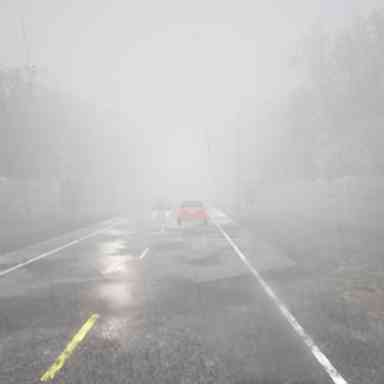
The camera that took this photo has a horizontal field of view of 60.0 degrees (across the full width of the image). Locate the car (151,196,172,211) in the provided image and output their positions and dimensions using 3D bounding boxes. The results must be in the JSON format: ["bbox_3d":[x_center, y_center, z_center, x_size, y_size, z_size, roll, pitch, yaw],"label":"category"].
[{"bbox_3d":[-3.569,1.305,39.418,2.097,1.767,4.553,1,0,0],"label":"car"}]

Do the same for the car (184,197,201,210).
[{"bbox_3d":[0.088,1.454,42.507,2.128,1.511,4.902,0,0,0],"label":"car"}]

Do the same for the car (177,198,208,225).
[{"bbox_3d":[0.027,1.339,24.381,2.097,1.767,4.553,0,0,0],"label":"car"}]
